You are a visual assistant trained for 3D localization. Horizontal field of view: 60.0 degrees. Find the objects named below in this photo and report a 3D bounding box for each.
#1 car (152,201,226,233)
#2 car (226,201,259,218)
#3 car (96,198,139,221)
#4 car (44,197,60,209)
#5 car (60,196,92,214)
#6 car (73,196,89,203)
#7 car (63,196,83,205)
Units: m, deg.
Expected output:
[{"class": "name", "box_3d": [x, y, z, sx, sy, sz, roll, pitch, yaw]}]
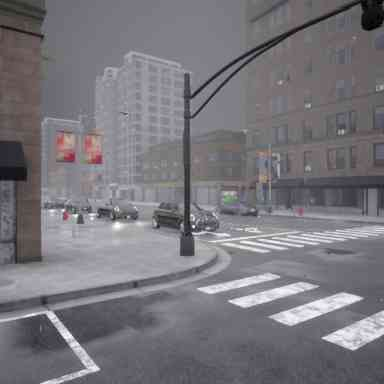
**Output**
[{"class": "car", "box_3d": [-0.471, 1.332, 19.316, 2.097, 1.767, 4.553, 0, 0, -36]}, {"class": "car", "box_3d": [4.014, 1.522, 30.092, 1.994, 1.385, 4.181, 0, 0, -36]}, {"class": "car", "box_3d": [-6.156, 1.317, 27.175, 2.097, 1.767, 4.553, 0, 0, -36]}, {"class": "car", "box_3d": [-18.277, 1.439, 44.015, 1.837, 1.490, 4.892, 0, 0, -35]}, {"class": "car", "box_3d": [-12.216, 1.455, 35.567, 1.837, 1.490, 4.892, 0, 0, -36]}, {"class": "car", "box_3d": [-22.173, 1.452, 66.292, 1.994, 1.385, 4.181, 0, 0, -36]}, {"class": "car", "box_3d": [-21.379, 1.451, 59.665, 2.033, 1.411, 5.357, 0, 0, -36]}]
